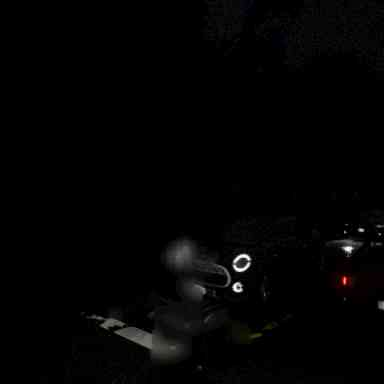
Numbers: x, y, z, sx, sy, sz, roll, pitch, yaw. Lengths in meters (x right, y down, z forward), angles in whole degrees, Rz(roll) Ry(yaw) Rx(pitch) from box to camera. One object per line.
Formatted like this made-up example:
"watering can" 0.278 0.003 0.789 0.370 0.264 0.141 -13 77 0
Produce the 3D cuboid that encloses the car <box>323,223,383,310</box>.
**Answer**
"car" 4.690 1.577 7.094 1.895 1.301 4.718 -1 -1 42

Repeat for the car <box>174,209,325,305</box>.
"car" 1.647 1.375 8.388 2.097 1.767 4.553 -1 0 42

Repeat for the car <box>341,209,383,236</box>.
"car" 9.005 1.548 16.550 1.994 1.385 4.181 -1 -1 42
